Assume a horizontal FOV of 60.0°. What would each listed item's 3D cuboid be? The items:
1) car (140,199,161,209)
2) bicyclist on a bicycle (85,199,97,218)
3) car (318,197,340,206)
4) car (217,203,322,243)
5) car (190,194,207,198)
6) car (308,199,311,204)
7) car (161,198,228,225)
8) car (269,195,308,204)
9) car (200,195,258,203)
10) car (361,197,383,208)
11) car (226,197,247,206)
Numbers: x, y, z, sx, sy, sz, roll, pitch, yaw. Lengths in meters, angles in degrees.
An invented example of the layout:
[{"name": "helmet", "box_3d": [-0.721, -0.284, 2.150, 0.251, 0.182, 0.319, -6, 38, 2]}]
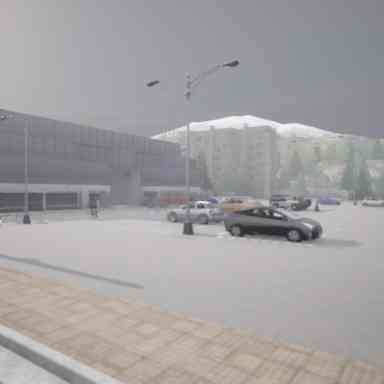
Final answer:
[{"name": "car", "box_3d": [-5.330, 1.694, 46.462, 1.994, 1.385, 4.181, 0, 0, 35]}, {"name": "bicyclist on a bicycle", "box_3d": [-8.719, 1.442, 28.774, 1.656, 1.620, 0.582, 0, 0, 35]}, {"name": "car", "box_3d": [23.176, 1.545, 56.449, 3.633, 1.501, 1.845, 0, 0, 35]}, {"name": "car", "box_3d": [3.751, 1.481, 15.838, 4.514, 1.523, 2.007, 0, 0, 35]}, {"name": "car", "box_3d": [1.653, 1.358, 50.047, 2.150, 2.045, 5.566, 0, 0, 36]}, {"name": "car", "box_3d": [12.315, 1.268, 41.370, 4.605, 1.855, 1.932, 0, 0, 35]}, {"name": "car", "box_3d": [0.120, 1.404, 22.903, 3.806, 1.475, 1.970, 0, 0, 35]}, {"name": "car", "box_3d": [10.970, 1.248, 38.761, 3.866, 1.878, 1.905, 0, 0, 35]}, {"name": "car", "box_3d": [3.569, 1.325, 28.325, 5.027, 1.636, 2.152, 0, 0, 35]}, {"name": "car", "box_3d": [27.505, 1.566, 49.725, 3.806, 1.475, 1.970, 0, 0, 35]}, {"name": "car", "box_3d": [7.901, 1.661, 58.916, 1.812, 1.442, 4.674, 0, 0, 35]}]
